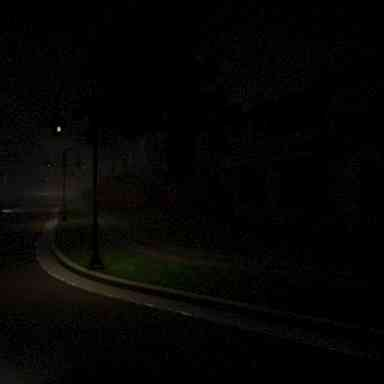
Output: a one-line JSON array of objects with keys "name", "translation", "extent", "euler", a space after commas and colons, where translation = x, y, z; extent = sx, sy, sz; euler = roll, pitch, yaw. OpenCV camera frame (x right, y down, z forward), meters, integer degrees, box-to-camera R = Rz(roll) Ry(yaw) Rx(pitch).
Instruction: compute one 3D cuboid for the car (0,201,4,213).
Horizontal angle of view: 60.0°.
[{"name": "car", "translation": [-18.015, 1.180, 29.399], "extent": [1.882, 1.535, 5.008], "euler": [0, 1, -21]}]
